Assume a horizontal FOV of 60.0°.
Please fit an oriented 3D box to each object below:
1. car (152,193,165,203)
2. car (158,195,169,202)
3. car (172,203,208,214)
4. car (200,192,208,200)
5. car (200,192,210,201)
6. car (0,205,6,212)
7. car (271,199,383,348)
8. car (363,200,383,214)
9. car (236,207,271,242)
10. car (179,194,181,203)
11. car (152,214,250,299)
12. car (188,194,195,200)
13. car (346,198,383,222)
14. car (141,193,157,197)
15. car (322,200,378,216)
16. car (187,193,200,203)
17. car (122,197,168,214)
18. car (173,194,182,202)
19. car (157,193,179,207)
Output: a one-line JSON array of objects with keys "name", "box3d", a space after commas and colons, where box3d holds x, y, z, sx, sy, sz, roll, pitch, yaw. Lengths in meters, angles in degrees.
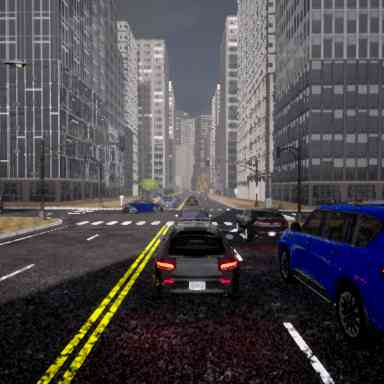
[{"name": "car", "box3d": [-6.595, 1.155, 66.020, 2.150, 2.045, 5.566, 0, 0, 1]}, {"name": "car", "box3d": [-6.575, 1.457, 76.500, 2.033, 1.411, 5.357, 0, 0, 0]}, {"name": "car", "box3d": [0.085, 1.535, 17.564, 2.033, 1.411, 5.357, 0, 0, 0]}, {"name": "car", "box3d": [3.163, 0.952, 89.639, 2.150, 2.045, 5.566, 0, 0, 0]}, {"name": "car", "box3d": [3.173, 1.429, 79.610, 1.812, 1.442, 4.674, 0, 0, 0]}, {"name": "car", "box3d": [-20.752, 1.373, 31.583, 5.357, 1.411, 2.033, 1, 1, 1]}, {"name": "car", "box3d": [3.347, 1.217, 6.434, 2.150, 2.045, 5.566, 0, 0, 0]}, {"name": "car", "box3d": [21.774, 1.637, 36.708, 4.829, 1.417, 1.752, 1, 0, 1]}, {"name": "car", "box3d": [3.335, 1.493, 16.294, 1.837, 1.490, 4.892, 0, 0, 0]}, {"name": "car", "box3d": [-3.390, 1.493, 57.374, 2.033, 1.411, 5.357, 0, 0, 0]}, {"name": "car", "box3d": [0.091, 1.520, 8.290, 1.812, 1.442, 4.674, 0, 0, 0]}, {"name": "car", "box3d": [-0.087, 1.418, 90.027, 1.812, 1.442, 4.674, 0, 0, 0]}, {"name": "car", "box3d": [16.173, 1.515, 28.416, 5.009, 1.841, 2.192, 1, 0, 1]}, {"name": "car", "box3d": [-6.673, 1.310, 47.853, 2.097, 1.767, 4.553, 0, 0, 1]}, {"name": "car", "box3d": [16.193, 1.610, 34.201, 4.892, 1.490, 1.837, 1, 1, 0]}, {"name": "car", "box3d": [0.044, 1.421, 58.538, 1.882, 1.535, 5.008, 0, 0, 0]}, {"name": "car", "box3d": [-5.096, 1.484, 34.225, 4.181, 1.385, 1.994, 0, 1, -31]}, {"name": "car", "box3d": [-3.326, 1.271, 77.398, 2.097, 1.767, 4.553, 0, 0, 0]}, {"name": "car", "box3d": [-3.391, 1.310, 47.901, 2.097, 1.767, 4.553, 0, 0, 0]}]
